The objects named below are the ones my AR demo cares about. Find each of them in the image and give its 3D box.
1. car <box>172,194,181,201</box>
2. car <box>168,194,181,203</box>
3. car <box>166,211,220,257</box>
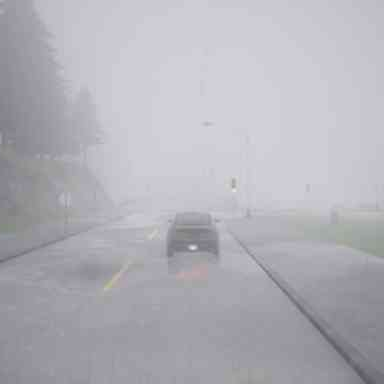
[{"bbox_3d":[-3.985,1.292,86.060,2.097,1.767,4.553,0,0,0],"label":"car"},{"bbox_3d":[-3.988,1.556,70.282,1.895,1.301,4.718,0,0,0],"label":"car"},{"bbox_3d":[0.050,1.499,12.988,1.837,1.490,4.892,0,0,1],"label":"car"}]
